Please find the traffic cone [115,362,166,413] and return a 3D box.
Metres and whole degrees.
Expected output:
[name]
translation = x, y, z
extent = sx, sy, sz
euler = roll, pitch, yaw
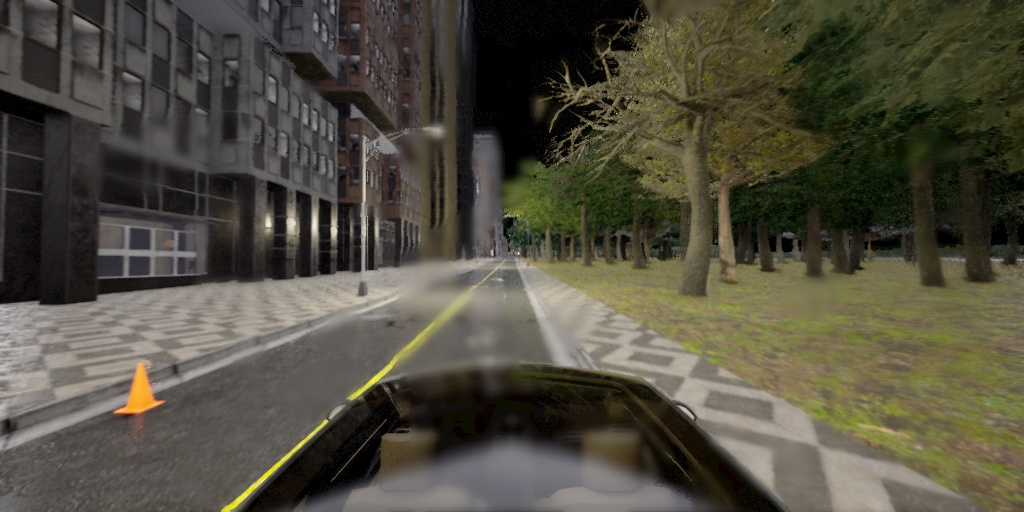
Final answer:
[traffic cone]
translation = -4.899, 1.704, 4.734
extent = 0.340, 0.580, 0.340
euler = 0, 0, 0
